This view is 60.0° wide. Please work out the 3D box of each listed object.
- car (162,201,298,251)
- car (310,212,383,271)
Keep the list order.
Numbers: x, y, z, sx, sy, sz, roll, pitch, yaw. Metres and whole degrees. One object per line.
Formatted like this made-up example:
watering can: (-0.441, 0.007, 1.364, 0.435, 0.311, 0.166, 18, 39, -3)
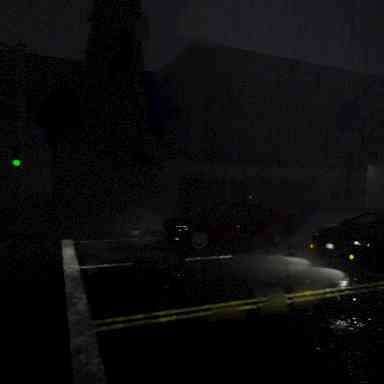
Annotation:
car: (1.414, 1.074, 11.962, 5.008, 1.535, 1.882, 0, 2, -22)
car: (5.652, 1.329, 9.916, 4.181, 1.385, 1.994, 0, 2, -22)
